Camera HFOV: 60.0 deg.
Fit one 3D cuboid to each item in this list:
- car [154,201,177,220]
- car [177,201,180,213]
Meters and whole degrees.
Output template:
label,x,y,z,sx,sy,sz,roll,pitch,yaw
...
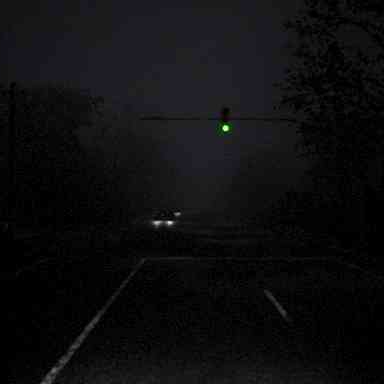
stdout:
label,x,y,z,sx,sy,sz,roll,pitch,yaw
car,-3.449,2.430,41.976,2.150,2.045,5.566,0,-1,0
car,-3.328,2.670,60.791,2.150,2.045,5.566,0,0,1
